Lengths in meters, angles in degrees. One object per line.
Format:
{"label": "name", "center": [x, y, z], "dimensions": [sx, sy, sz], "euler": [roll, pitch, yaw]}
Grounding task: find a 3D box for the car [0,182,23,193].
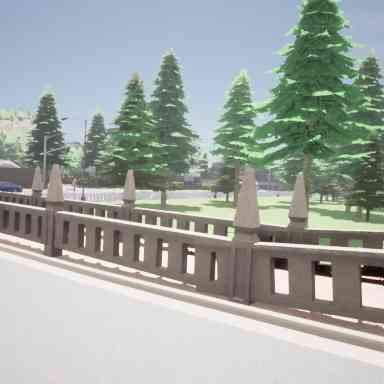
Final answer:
{"label": "car", "center": [-21.385, -0.402, 36.980], "dimensions": [1.812, 1.442, 4.674], "euler": [4, 3, 37]}
